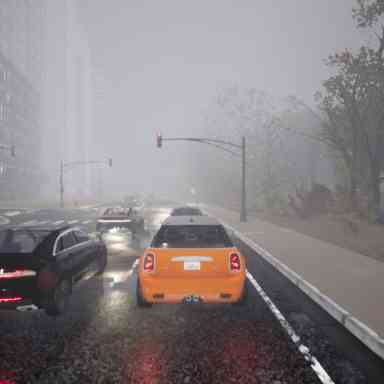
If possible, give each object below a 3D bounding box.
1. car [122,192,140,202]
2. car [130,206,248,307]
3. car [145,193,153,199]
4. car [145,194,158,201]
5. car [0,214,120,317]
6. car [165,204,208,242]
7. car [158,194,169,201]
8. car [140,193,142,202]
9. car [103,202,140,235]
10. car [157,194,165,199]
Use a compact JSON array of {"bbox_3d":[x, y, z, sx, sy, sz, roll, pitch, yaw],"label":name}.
[{"bbox_3d":[-9.219,1.304,49.321,2.097,1.767,4.553,0,0,-6],"label":"car"},{"bbox_3d":[-0.020,1.347,8.116,2.097,1.767,4.553,0,0,-1],"label":"car"},{"bbox_3d":[-11.760,1.178,90.443,1.882,1.535,5.008,0,0,-10],"label":"car"},{"bbox_3d":[-9.950,1.364,80.140,1.882,1.535,5.008,0,0,-9],"label":"car"},{"bbox_3d":[-3.256,1.486,7.417,2.128,1.511,4.902,0,0,-1],"label":"car"},{"bbox_3d":[-0.285,1.464,17.337,1.882,1.535,5.008,0,0,-1],"label":"car"},{"bbox_3d":[-6.813,1.477,81.077,1.895,1.301,4.718,0,0,-10],"label":"car"},{"bbox_3d":[-10.898,1.428,64.087,1.837,1.490,4.892,0,0,-7],"label":"car"},{"bbox_3d":[-3.514,1.479,16.892,2.128,1.511,4.902,0,0,-2],"label":"car"},{"bbox_3d":[-8.562,1.221,91.022,1.812,1.442,4.674,0,0,-10],"label":"car"}]
